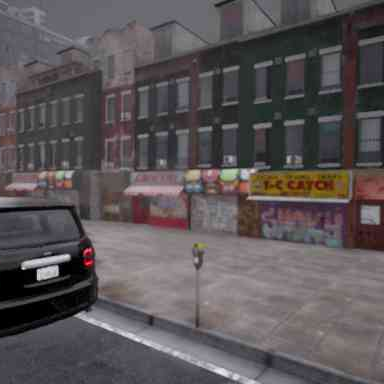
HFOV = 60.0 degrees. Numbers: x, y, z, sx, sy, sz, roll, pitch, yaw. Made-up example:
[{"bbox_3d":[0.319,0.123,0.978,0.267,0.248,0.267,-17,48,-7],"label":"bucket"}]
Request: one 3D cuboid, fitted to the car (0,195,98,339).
[{"bbox_3d":[-4.029,1.061,5.818,5.566,2.045,2.150,2,1,35],"label":"car"}]
